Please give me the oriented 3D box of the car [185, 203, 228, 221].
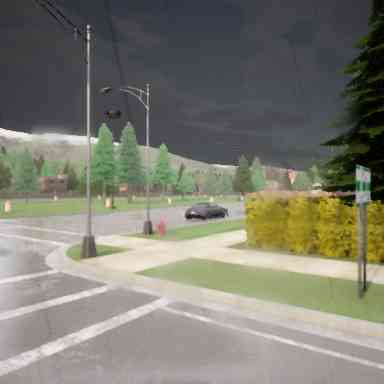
[{"bbox_3d":[1.258,1.560,27.401,1.994,1.385,4.181,0,0,36],"label":"car"}]
